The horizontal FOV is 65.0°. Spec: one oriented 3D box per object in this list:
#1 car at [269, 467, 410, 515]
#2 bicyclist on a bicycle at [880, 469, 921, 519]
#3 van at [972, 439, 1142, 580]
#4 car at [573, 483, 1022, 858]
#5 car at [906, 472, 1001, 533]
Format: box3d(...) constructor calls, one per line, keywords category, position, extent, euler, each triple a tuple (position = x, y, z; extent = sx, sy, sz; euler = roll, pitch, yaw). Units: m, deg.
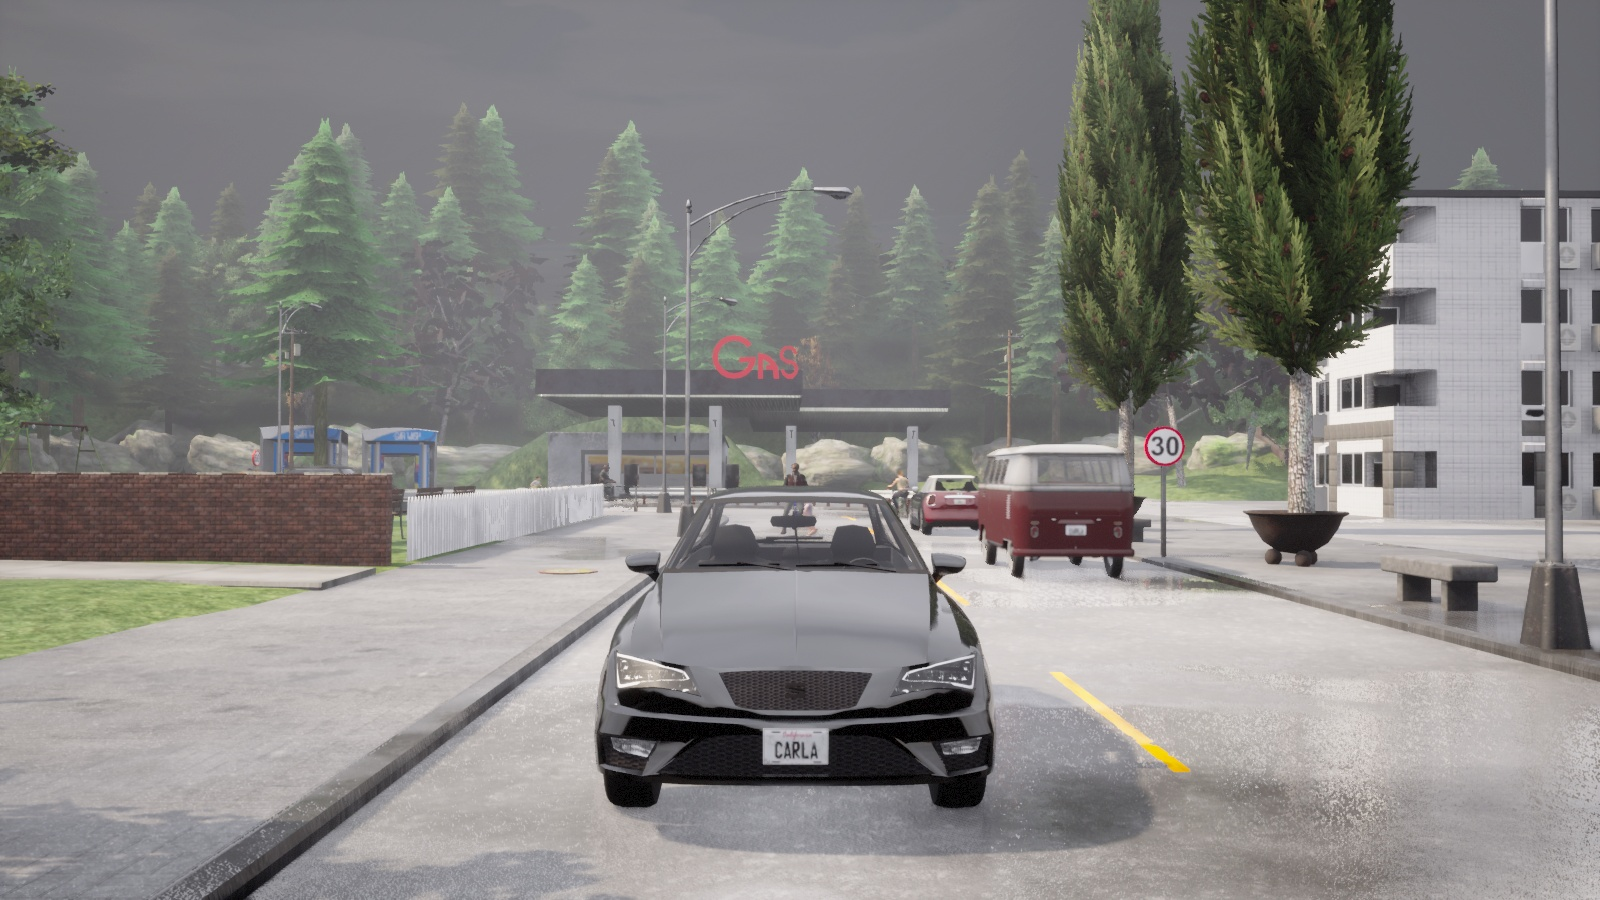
box3d(category="car", position=(-17.272, 1.534, 47.271), extent=(4.553, 1.767, 2.097), euler=(0, -1, 0))
box3d(category="bicyclist on a bicycle", position=(3.353, 1.444, 42.036), extent=(0.866, 1.612, 1.509), euler=(-2, -1, -15))
box3d(category="van", position=(3.942, 0.885, 20.013), extent=(1.775, 1.987, 4.442), euler=(0, -1, 0))
box3d(category="car", position=(-0.019, 0.949, 7.198), extent=(1.816, 1.474, 4.193), euler=(0, -1, 0))
box3d(category="car", position=(3.906, 1.309, 32.538), extent=(1.970, 1.475, 3.806), euler=(0, -1, 0))
